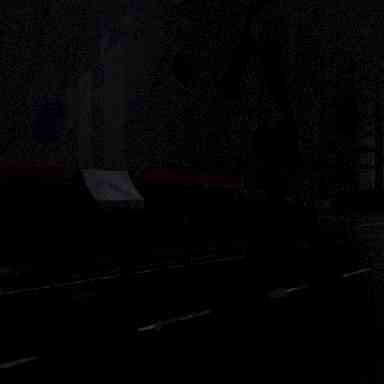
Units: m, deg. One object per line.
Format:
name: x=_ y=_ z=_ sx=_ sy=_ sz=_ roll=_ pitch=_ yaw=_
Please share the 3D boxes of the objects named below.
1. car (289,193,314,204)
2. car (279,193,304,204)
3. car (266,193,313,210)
car: x=19.613 y=1.109 z=59.433 sx=1.905 sy=1.878 sz=3.866 roll=0 pitch=0 yaw=-35
car: x=17.219 y=1.109 z=57.726 sx=1.905 sy=1.878 sz=3.866 roll=0 pitch=0 yaw=-35
car: x=9.449 y=1.296 z=34.013 sx=2.097 sy=1.767 sz=4.553 roll=0 pitch=0 yaw=-36
